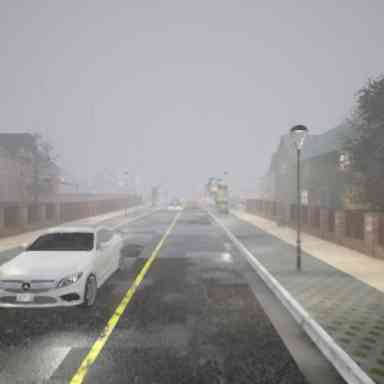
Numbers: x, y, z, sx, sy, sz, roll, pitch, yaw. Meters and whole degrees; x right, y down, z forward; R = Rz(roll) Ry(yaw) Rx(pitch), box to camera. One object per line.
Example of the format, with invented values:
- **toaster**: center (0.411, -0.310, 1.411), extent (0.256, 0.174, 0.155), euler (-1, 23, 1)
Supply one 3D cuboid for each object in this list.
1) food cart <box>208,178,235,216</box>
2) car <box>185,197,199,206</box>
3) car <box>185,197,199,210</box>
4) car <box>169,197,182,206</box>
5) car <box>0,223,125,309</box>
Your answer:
- **food cart**: center (2.985, 0.528, 34.597), extent (2.280, 3.560, 4.660), euler (-1, -1, 0)
- **car**: center (0.010, 1.653, 58.811), extent (1.837, 1.490, 4.892), euler (0, 0, 8)
- **car**: center (0.021, 1.574, 45.435), extent (1.882, 1.535, 5.008), euler (0, 0, 0)
- **car**: center (-2.747, 1.628, 55.904), extent (2.128, 1.511, 4.902), euler (0, 0, 0)
- **car**: center (-2.848, 1.535, 8.007), extent (1.812, 1.442, 4.674), euler (0, 0, 0)
